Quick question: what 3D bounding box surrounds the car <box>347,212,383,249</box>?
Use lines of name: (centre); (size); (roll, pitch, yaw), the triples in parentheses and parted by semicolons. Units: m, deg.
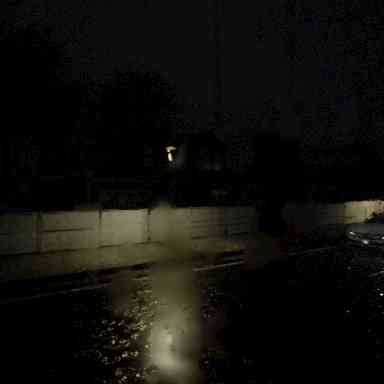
car: (8.266, 1.549, 13.564); (4.674, 1.442, 1.812); (0, 0, -35)
